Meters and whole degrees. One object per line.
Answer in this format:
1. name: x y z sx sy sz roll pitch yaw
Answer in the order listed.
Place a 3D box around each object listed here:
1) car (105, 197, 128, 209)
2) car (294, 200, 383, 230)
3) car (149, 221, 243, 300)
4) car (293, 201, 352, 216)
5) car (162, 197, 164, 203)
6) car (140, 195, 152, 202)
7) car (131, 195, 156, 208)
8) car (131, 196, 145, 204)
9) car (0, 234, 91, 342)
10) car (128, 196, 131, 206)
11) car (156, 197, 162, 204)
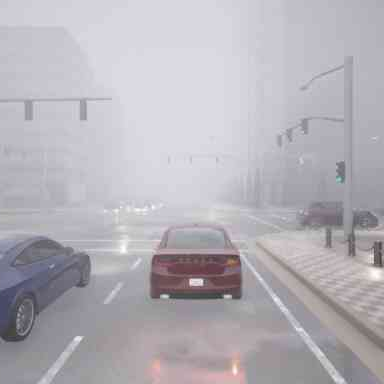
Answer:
1. car: -10.520 1.505 45.539 1.837 1.490 4.892 0 0 0
2. car: 8.727 1.296 20.218 4.553 1.767 2.097 0 0 0
3. car: 0.094 1.478 8.481 1.882 1.535 5.008 0 0 0
4. car: 12.036 1.545 30.908 4.718 1.301 1.895 0 0 1
5. car: -6.889 1.601 68.224 1.895 1.301 4.718 0 0 0
6. car: -10.371 1.478 75.152 1.882 1.535 5.008 0 0 0
7. car: -7.013 1.491 48.626 2.128 1.511 4.902 0 0 0
8. car: -10.425 1.564 64.765 1.994 1.385 4.181 0 0 1
9. car: -3.419 1.526 6.352 1.812 1.442 4.674 0 0 0
10. car: -10.494 1.491 54.767 2.128 1.511 4.902 0 0 0
11. car: -6.979 1.491 57.933 2.128 1.511 4.902 0 0 0
